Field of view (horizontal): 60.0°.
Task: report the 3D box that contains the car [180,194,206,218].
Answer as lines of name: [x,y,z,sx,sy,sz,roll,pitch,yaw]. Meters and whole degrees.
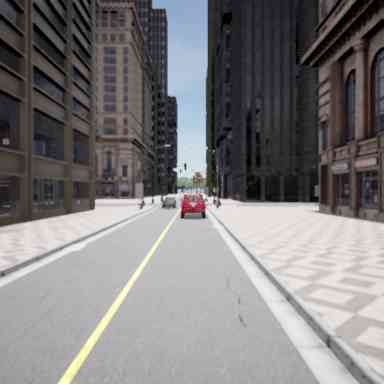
car: [0.105,1.159,29.765,2.150,2.045,5.566,0,0,0]

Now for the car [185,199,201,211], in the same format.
car: [0.103,1.514,40.533,1.895,1.301,4.718,0,0,0]

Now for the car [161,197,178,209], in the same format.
car: [-2.996,1.427,44.815,1.837,1.490,4.892,0,0,0]
